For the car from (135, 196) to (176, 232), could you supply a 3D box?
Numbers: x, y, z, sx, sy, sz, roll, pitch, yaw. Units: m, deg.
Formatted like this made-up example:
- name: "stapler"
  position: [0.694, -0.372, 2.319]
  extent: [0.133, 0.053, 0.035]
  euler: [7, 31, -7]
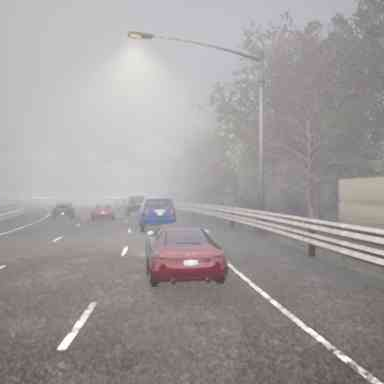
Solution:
- name: "car"
  position: [-2.354, 1.343, 21.534]
  extent: [2.150, 2.045, 5.566]
  euler: [0, 0, -11]

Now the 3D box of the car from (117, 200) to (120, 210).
- name: "car"
  position: [-9.383, 1.796, 43.805]
  extent: [2.033, 1.411, 5.357]
  euler: [0, 0, -23]

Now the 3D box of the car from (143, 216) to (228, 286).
- name: "car"
  position: [-0.334, 1.619, 9.710]
  extent: [1.994, 1.385, 4.181]
  euler: [0, 0, -9]

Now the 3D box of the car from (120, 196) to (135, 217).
- name: "car"
  position: [-5.937, 1.417, 34.752]
  extent: [2.150, 2.045, 5.566]
  euler: [0, 0, -17]

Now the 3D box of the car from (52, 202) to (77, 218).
- name: "car"
  position: [-12.336, 1.691, 32.182]
  extent: [1.837, 1.490, 4.892]
  euler: [0, 0, -17]

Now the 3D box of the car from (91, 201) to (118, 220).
- name: "car"
  position: [-8.112, 1.736, 30.226]
  extent: [1.994, 1.385, 4.181]
  euler: [0, 0, -16]
